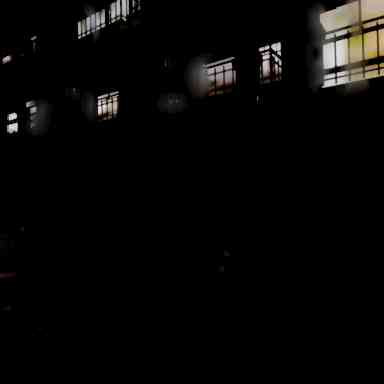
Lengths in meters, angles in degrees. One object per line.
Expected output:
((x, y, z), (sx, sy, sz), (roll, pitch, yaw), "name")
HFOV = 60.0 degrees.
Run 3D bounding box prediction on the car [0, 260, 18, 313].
((-5.126, 1.551, 6.414), (4.507, 1.381, 1.887), (0, -1, 36), "car")
